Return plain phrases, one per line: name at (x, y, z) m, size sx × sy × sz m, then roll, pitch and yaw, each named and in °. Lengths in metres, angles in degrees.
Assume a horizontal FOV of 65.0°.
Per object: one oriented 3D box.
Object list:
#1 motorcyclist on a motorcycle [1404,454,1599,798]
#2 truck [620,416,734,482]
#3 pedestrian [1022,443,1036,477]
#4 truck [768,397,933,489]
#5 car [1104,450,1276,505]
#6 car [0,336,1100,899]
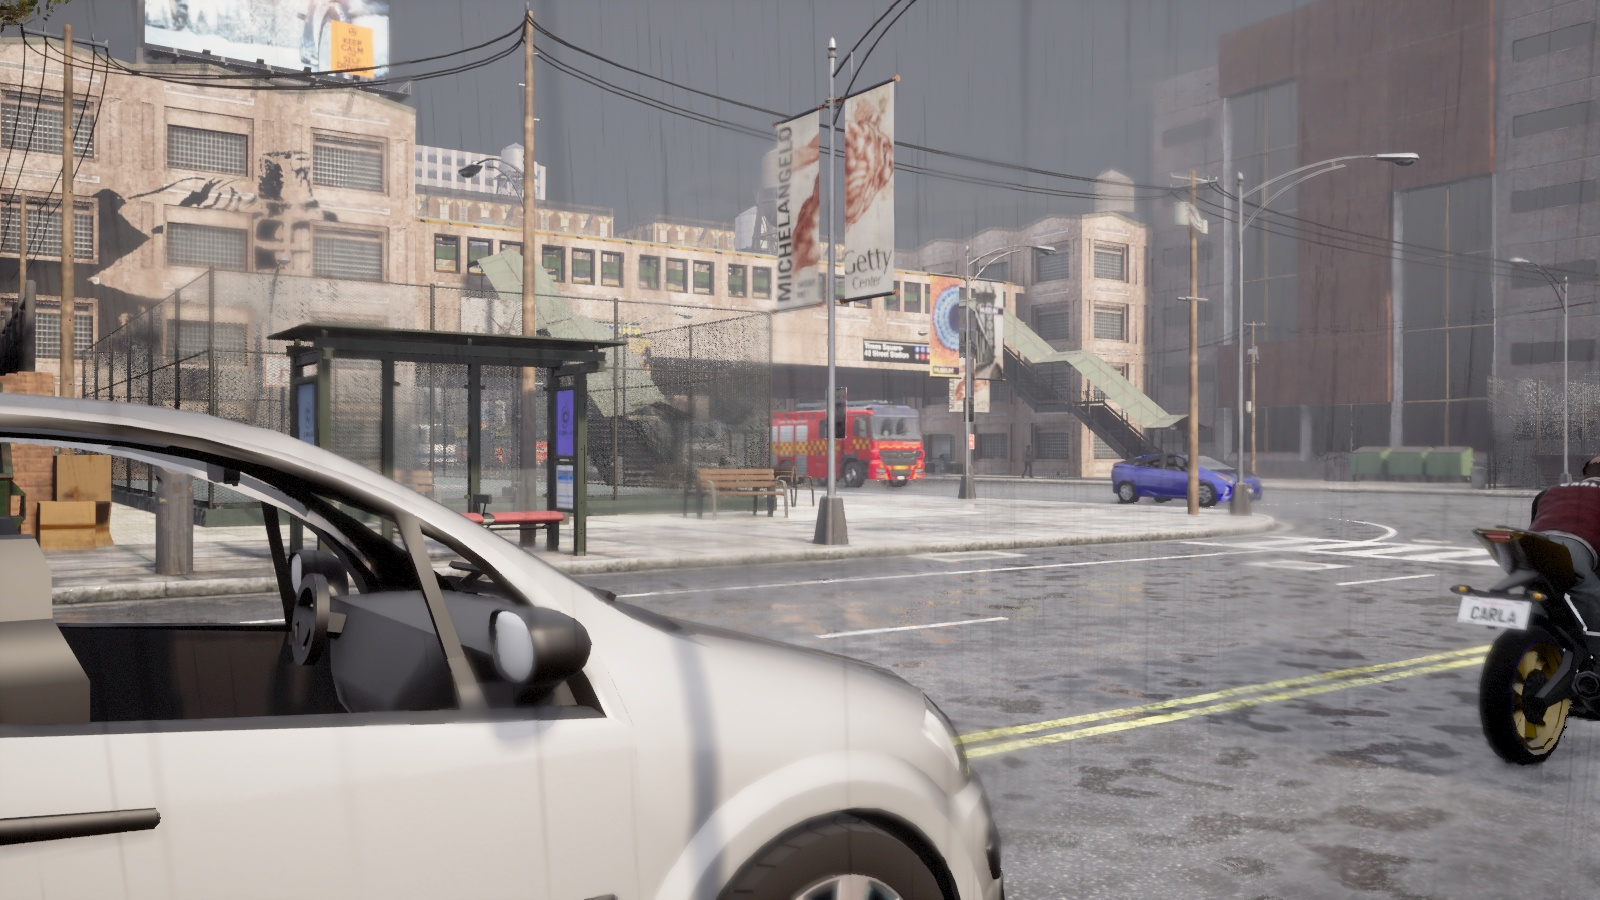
motorcyclist on a motorcycle at (4.185, 0.787, 6.582) m, size 2.191 × 1.530 × 0.866 m, roll 0°, pitch 0°, yaw -35°
truck at (-6.948, -0.052, 69.634) m, size 2.891 × 3.462 × 7.936 m, roll 0°, pitch 0°, yaw -34°
pedestrian at (12.246, 0.540, 67.156) m, size 0.328 × 1.805 × 0.869 m, roll 0°, pitch 0°, yaw -23°
truck at (2.079, -0.286, 56.326) m, size 2.891 × 3.827 × 8.468 m, roll 0°, pitch 0°, yaw -34°
car at (11.293, 0.757, 36.674) m, size 2.007 × 1.525 × 4.514 m, roll 0°, pitch 0°, yaw -34°
car at (-1.441, 0.653, 2.657) m, size 3.988 × 1.617 × 1.851 m, roll 0°, pitch 0°, yaw -35°
